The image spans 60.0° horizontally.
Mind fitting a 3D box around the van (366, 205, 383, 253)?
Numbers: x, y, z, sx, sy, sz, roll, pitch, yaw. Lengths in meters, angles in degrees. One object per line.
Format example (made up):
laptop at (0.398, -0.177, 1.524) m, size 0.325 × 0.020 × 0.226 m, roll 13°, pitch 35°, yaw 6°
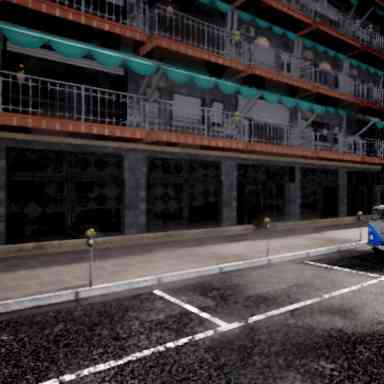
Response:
van at (8.096, 1.343, 12.336) m, size 3.998 × 1.788 × 1.690 m, roll 0°, pitch 0°, yaw -36°
